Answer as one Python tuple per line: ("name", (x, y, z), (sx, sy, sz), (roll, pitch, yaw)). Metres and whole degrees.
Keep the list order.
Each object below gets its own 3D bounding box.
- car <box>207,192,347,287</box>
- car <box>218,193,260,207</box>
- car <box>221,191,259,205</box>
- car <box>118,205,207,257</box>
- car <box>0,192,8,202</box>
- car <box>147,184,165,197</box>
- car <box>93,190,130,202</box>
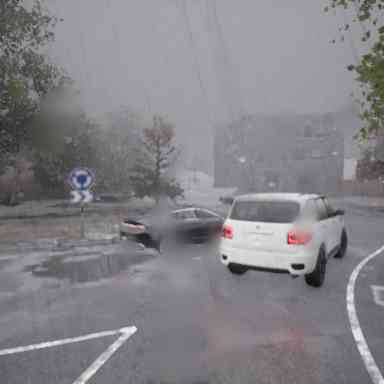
("car", (2.763, 1.009, 9.150), (2.150, 2.045, 5.566), (1, 2, 32))
("car", (4.776, 0.792, 34.601), (1.895, 1.301, 4.718), (-1, 1, -27))
("car", (5.539, 0.666, 38.921), (1.994, 1.385, 4.181), (-1, 1, -36))
("car", (-0.178, 1.214, 11.814), (4.902, 1.511, 2.128), (-1, 2, -38))
("car", (-24.159, 0.553, 38.595), (4.892, 1.490, 1.837), (0, 0, -44))
("car", (-5.992, -0.329, 55.069), (2.150, 2.045, 5.566), (-1, 4, 3))
("car", (-10.714, 0.538, 44.047), (4.902, 1.511, 2.128), (0, 1, 4))
